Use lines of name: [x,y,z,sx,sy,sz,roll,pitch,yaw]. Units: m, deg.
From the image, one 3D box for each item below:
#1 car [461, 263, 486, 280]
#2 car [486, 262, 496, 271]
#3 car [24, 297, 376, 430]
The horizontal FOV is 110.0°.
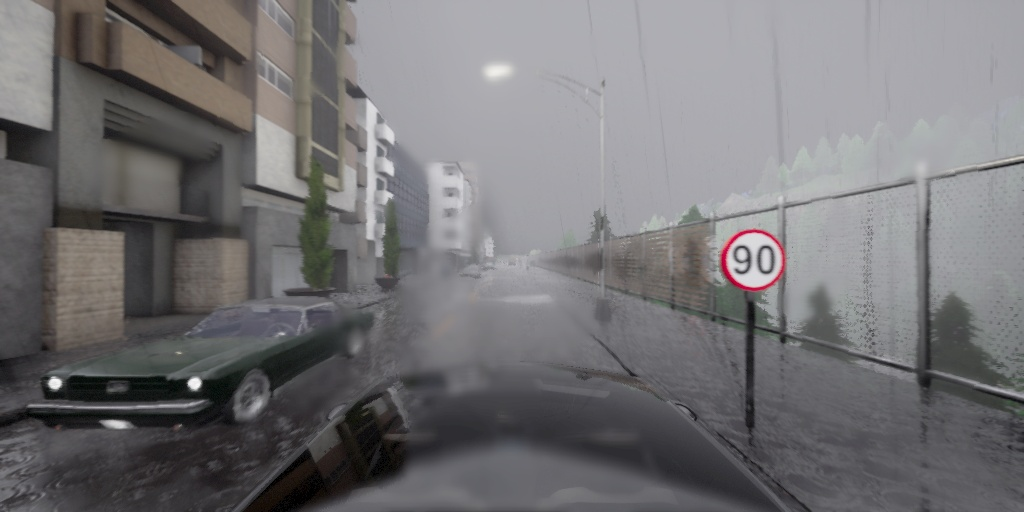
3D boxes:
car: [-4.008,1.631,36.333,1.837,1.490,4.892,0,1,0]
car: [-4.016,1.833,63.646,1.812,1.442,4.674,0,0,0]
car: [-4.000,1.411,5.841,1.895,1.301,4.718,0,0,0]
